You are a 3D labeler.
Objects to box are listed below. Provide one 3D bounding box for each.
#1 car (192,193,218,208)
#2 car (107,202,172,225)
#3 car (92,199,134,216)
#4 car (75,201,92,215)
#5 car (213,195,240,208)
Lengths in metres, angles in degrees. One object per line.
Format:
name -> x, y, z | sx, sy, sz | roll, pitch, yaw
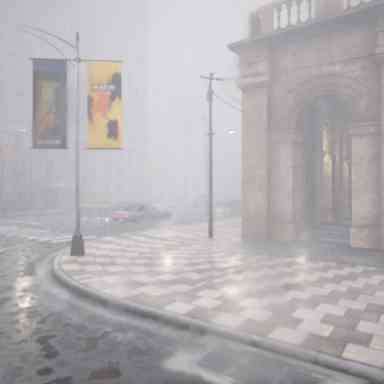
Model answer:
car -> 2.209, 1.249, 50.650 | 2.150, 2.045, 5.566 | 0, 0, 36
car -> -3.552, 1.620, 24.394 | 1.895, 1.301, 4.718 | 0, 0, 35
car -> -6.630, 1.572, 32.343 | 2.033, 1.411, 5.357 | 0, 0, 35
car -> -9.580, 1.506, 34.227 | 1.882, 1.535, 5.008 | 0, 0, 35
car -> 5.533, 1.550, 49.261 | 1.812, 1.442, 4.674 | 0, 0, 36
